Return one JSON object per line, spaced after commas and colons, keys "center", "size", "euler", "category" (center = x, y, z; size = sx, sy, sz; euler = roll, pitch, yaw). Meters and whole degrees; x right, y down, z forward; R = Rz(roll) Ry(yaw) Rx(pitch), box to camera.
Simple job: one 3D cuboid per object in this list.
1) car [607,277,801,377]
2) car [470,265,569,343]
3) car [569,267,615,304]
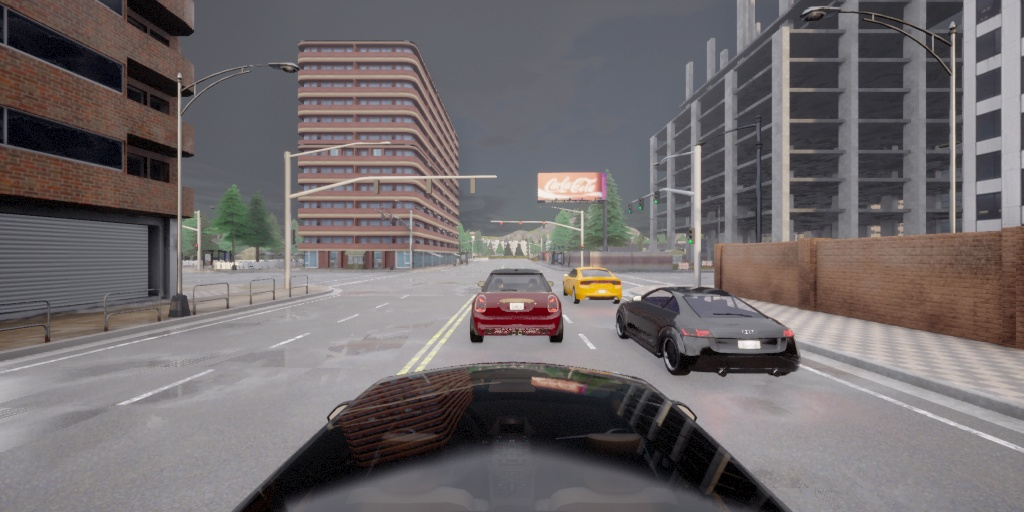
{"center": [3.600, 1.314, 7.450], "size": [1.994, 1.385, 4.181], "euler": [0, 0, 0], "category": "car"}
{"center": [0.103, 1.102, 9.855], "size": [2.097, 1.767, 4.553], "euler": [0, 0, 0], "category": "car"}
{"center": [3.504, 1.228, 16.383], "size": [1.882, 1.535, 5.008], "euler": [0, 0, 0], "category": "car"}
